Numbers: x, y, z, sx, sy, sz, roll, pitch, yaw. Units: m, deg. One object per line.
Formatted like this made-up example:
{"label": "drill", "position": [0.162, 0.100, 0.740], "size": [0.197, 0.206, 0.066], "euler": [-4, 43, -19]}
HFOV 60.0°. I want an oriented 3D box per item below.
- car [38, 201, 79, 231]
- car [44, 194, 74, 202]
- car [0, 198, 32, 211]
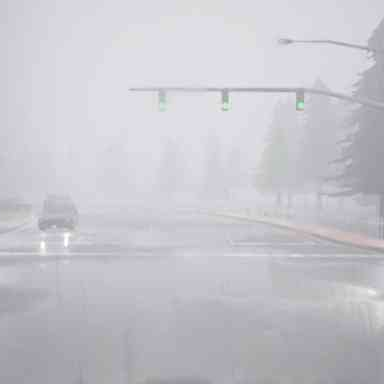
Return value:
{"label": "car", "position": [-8.209, 1.526, 20.896], "size": [2.033, 1.411, 5.357], "euler": [0, 0, -14]}
{"label": "car", "position": [-12.239, 1.209, 30.555], "size": [2.150, 2.045, 5.566], "euler": [0, 0, -31]}
{"label": "car", "position": [-21.533, 1.468, 40.690], "size": [5.008, 1.535, 1.882], "euler": [0, 0, 36]}
